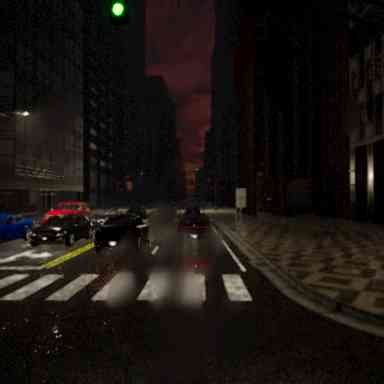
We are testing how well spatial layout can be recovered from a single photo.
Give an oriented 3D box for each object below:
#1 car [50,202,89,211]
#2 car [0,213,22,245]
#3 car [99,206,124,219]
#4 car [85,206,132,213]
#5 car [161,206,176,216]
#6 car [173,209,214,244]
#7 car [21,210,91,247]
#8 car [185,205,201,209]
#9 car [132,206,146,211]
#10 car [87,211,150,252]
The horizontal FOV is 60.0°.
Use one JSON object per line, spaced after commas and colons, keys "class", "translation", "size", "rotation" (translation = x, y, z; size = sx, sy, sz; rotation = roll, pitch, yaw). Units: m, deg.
{"class": "car", "translation": [-9.814, 1.832, 26.693], "size": [2.150, 2.045, 5.566], "rotation": [0, -1, 0]}
{"class": "car", "translation": [-9.824, 1.865, 16.780], "size": [1.882, 1.535, 5.008], "rotation": [0, -1, -1]}
{"class": "car", "translation": [-9.770, 2.494, 40.890], "size": [1.994, 1.385, 4.181], "rotation": [0, -1, 1]}
{"class": "car", "translation": [-6.568, 2.090, 26.647], "size": [2.128, 1.511, 4.902], "rotation": [0, -1, 0]}
{"class": "car", "translation": [-3.218, 2.588, 46.032], "size": [1.994, 1.385, 4.181], "rotation": [0, -1, 0]}
{"class": "car", "translation": [0.112, 1.885, 18.022], "size": [1.837, 1.490, 4.892], "rotation": [0, -1, 0]}
{"class": "car", "translation": [-6.581, 1.891, 17.236], "size": [1.837, 1.490, 4.892], "rotation": [0, -1, 0]}
{"class": "car", "translation": [0.129, 2.419, 42.954], "size": [1.882, 1.535, 5.008], "rotation": [0, -1, 0]}
{"class": "car", "translation": [-6.539, 2.387, 39.251], "size": [1.837, 1.490, 4.892], "rotation": [0, -1, 1]}
{"class": "car", "translation": [-3.140, 1.842, 15.611], "size": [1.837, 1.490, 4.892], "rotation": [0, -1, 0]}
